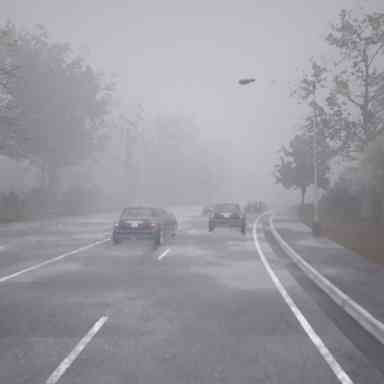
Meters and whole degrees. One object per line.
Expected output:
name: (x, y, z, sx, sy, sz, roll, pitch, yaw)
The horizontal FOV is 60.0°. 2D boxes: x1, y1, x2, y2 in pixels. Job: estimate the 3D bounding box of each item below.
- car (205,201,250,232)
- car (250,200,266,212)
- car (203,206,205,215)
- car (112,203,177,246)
car: (2.320, 1.370, 20.674, 2.097, 1.767, 4.553, 0, 0, 11)
car: (7.550, 1.608, 39.212, 1.895, 1.301, 4.718, -1, 0, 21)
car: (2.572, 1.635, 35.456, 1.994, 1.385, 4.181, -1, 0, 18)
car: (-2.064, 1.385, 15.750, 2.097, 1.767, 4.553, 0, 0, 8)
